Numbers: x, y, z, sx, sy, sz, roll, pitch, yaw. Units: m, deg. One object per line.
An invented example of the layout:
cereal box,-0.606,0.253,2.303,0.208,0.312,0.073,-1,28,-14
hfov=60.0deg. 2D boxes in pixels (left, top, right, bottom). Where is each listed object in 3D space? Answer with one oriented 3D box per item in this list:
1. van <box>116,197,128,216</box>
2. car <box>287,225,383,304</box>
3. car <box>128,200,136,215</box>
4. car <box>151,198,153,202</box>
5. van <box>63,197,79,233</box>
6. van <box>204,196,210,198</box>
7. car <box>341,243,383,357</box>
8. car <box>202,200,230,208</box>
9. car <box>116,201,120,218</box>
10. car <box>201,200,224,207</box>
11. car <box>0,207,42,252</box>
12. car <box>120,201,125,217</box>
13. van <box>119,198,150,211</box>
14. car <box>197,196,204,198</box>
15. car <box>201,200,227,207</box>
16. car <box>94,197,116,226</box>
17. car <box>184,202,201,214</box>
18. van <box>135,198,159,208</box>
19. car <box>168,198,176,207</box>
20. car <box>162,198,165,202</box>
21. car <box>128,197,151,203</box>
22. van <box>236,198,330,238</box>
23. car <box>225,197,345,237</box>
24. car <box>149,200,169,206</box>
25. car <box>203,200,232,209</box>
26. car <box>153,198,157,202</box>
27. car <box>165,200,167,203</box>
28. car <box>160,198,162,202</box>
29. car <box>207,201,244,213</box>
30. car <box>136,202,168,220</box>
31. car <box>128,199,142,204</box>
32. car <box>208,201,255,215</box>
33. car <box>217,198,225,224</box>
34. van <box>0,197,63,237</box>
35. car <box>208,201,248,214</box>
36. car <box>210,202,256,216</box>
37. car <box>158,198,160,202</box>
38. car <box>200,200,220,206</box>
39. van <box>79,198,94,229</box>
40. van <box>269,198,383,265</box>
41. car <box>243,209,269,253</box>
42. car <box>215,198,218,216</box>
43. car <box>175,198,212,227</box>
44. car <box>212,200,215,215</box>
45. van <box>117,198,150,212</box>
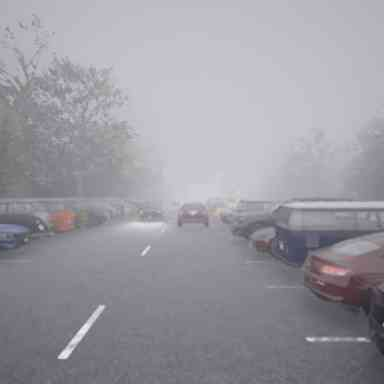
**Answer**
van,-8.686,1.528,31.390,4.442,1.987,1.878,0,-1,0
car,4.531,1.518,6.446,4.674,1.452,2.002,0,0,0
car,-8.574,1.838,34.156,4.674,1.452,2.002,0,-1,0
car,-8.554,1.724,45.366,5.566,2.045,2.435,0,-1,0
van,-8.673,1.311,17.666,4.442,1.987,1.878,0,-1,0
van,4.376,1.835,50.844,4.442,1.987,1.878,0,-1,0
car,4.566,1.508,3.668,4.792,1.488,2.163,0,0,0
car,4.665,2.314,64.588,5.366,1.575,1.946,0,-1,0
car,-8.559,1.668,25.972,5.008,1.535,2.097,0,-1,0
car,4.466,2.522,73.034,4.892,1.521,2.231,0,-1,0
car,-8.556,1.477,12.142,5.008,1.535,2.097,0,0,0
car,-8.564,1.752,28.742,4.674,1.452,2.002,0,-1,0
van,-8.704,1.837,50.904,4.442,1.987,1.878,0,-1,0
car,4.439,2.406,78.591,5.566,2.045,2.435,0,-1,0
car,4.660,2.450,70.259,5.366,1.575,1.946,0,-1,0
car,-8.533,1.372,23.081,5.566,2.045,2.435,0,-1,0
car,0.062,2.003,41.881,1.994,1.385,4.181,0,-1,0
van,-8.717,2.092,64.622,4.442,1.987,1.878,0,-1,0
car,-3.567,2.591,71.999,1.895,1.301,4.718,0,-1,0
car,-8.574,2.416,67.509,4.792,1.488,2.163,0,-1,0
car,-8.551,1.680,42.596,5.566,2.045,2.435,0,-1,0
van,4.640,1.309,17.534,4.442,1.987,1.878,0,-1,0
car,4.498,1.240,14.758,5.566,2.045,2.435,0,-1,0
car,-8.615,2.858,86.770,5.008,1.535,2.097,0,-1,0
car,4.491,2.202,59.168,4.892,1.521,2.231,0,-1,0
car,-8.595,2.106,53.670,5.008,1.535,2.097,0,-1,0
car,-8.634,2.203,70.285,5.566,2.045,2.435,0,-1,0
car,-8.626,2.285,61.846,4.792,1.488,2.163,0,-1,0
car,4.527,2.003,45.288,4.792,1.488,2.163,0,-1,0
car,-3.626,1.863,30.654,1.895,1.301,4.718,0,-1,0
car,-8.569,1.843,37.051,5.008,1.535,2.097,0,-1,0
car,4.688,1.883,39.737,5.366,1.575,1.946,0,-1,0
car,4.547,1.541,25.860,4.553,1.767,2.185,0,-1,0
van,-8.437,1.266,14.763,4.442,1.987,1.878,0,0,0
car,4.530,1.959,42.512,4.792,1.488,2.163,0,-1,0
car,4.499,1.843,36.961,4.892,1.521,2.231,0,-1,0
car,-8.624,2.232,59.207,4.792,1.488,2.163,0,-1,0
car,4.491,2.823,84.135,4.792,1.488,2.163,0,-1,0
van,-8.676,1.353,20.311,4.442,1.987,1.878,0,-1,0
van,4.648,1.252,9.222,4.442,1.987,1.878,0,0,0
car,4.499,1.506,12.004,4.792,1.488,2.163,0,0,0
car,4.545,1.585,28.636,4.553,1.767,2.185,0,-1,0
car,0.077,1.515,24.349,2.097,1.767,4.553,0,-1,0
car,4.696,1.751,31.410,5.366,1.575,1.946,0,-1,0
van,-8.468,1.793,48.135,4.442,1.987,1.878,0,-1,0
